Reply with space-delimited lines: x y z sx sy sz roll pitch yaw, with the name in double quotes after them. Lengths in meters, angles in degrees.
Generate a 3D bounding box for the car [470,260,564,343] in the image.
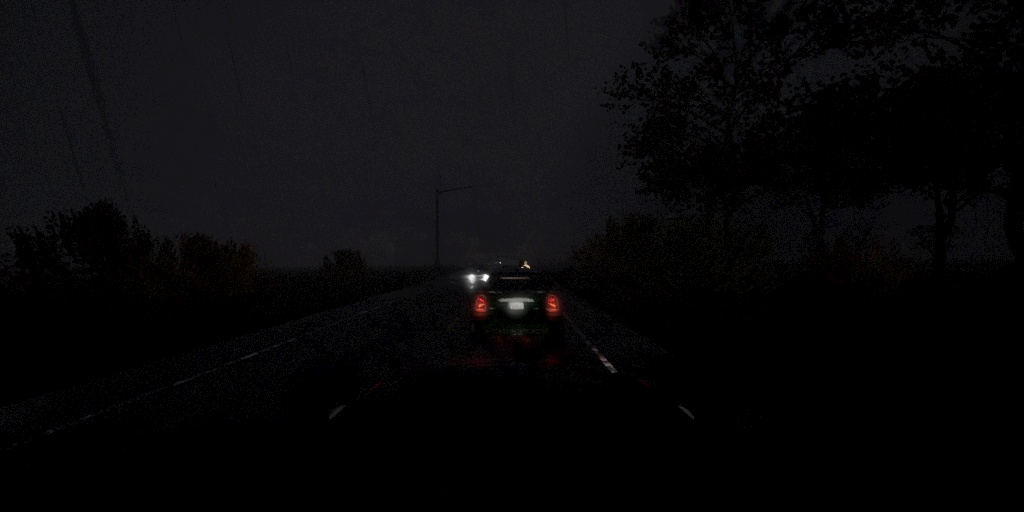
0.113 1.099 9.857 2.097 1.767 4.553 0 0 0 "car"

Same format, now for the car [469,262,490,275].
-3.641 1.337 40.775 1.895 1.301 4.718 0 0 0 "car"

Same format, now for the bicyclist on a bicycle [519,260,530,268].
0.973 1.177 25.680 0.866 1.612 1.509 0 0 1 "bicyclist on a bicycle"
